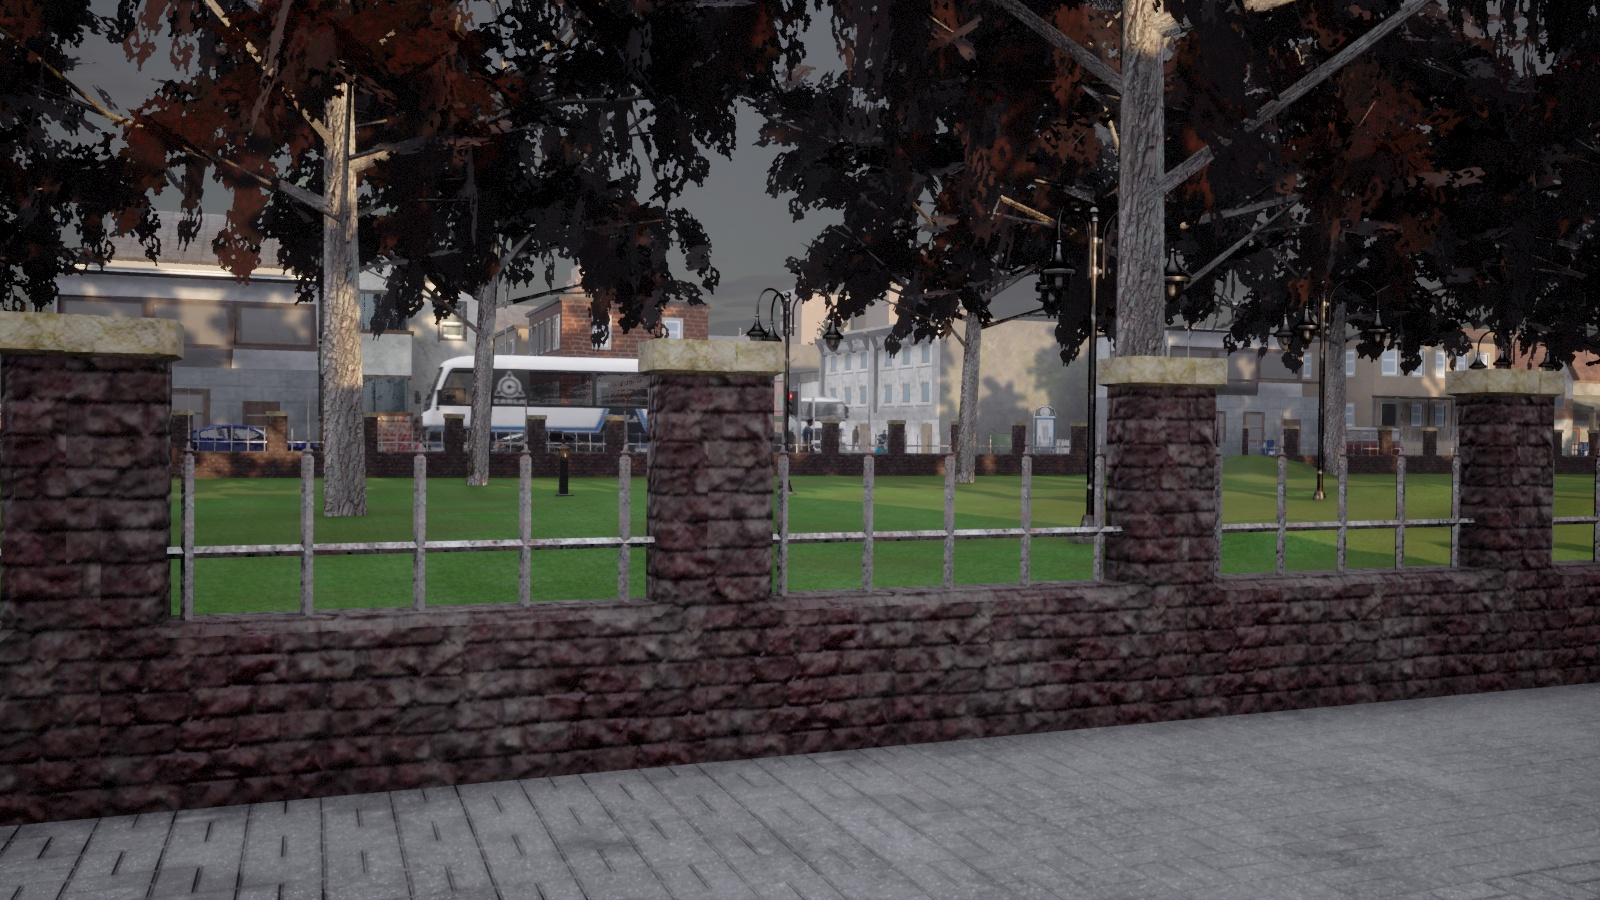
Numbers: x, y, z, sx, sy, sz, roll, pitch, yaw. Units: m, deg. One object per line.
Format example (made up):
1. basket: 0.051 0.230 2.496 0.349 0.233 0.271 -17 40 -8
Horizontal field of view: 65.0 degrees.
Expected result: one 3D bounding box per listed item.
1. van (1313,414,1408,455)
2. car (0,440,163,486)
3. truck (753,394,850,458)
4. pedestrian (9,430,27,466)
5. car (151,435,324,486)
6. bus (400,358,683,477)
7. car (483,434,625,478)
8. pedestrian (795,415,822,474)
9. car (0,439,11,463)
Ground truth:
1. van: 28.271 -0.785 63.343 4.442 1.987 1.775 -1 1 -21
2. car: -24.801 0.418 42.763 5.357 1.411 2.033 -1 1 -21
3. truck: -0.055 -1.363 72.475 2.891 3.462 7.936 -1 1 -21
4. pedestrian: -40.380 -0.111 64.861 0.563 1.883 0.849 -1 1 -15
5. car: -18.238 0.307 40.900 5.008 1.535 1.882 -1 1 -24
6. bus: -10.006 -1.258 48.414 10.273 4.253 3.944 -1 1 -18
7. car: -8.734 0.192 44.624 4.674 1.442 1.812 -1 1 -24
8. pedestrian: 0.296 -0.186 42.453 0.788 1.949 0.423 -1 1 -21
9. car: -51.128 0.080 78.967 1.845 1.501 3.633 -1 1 -21
